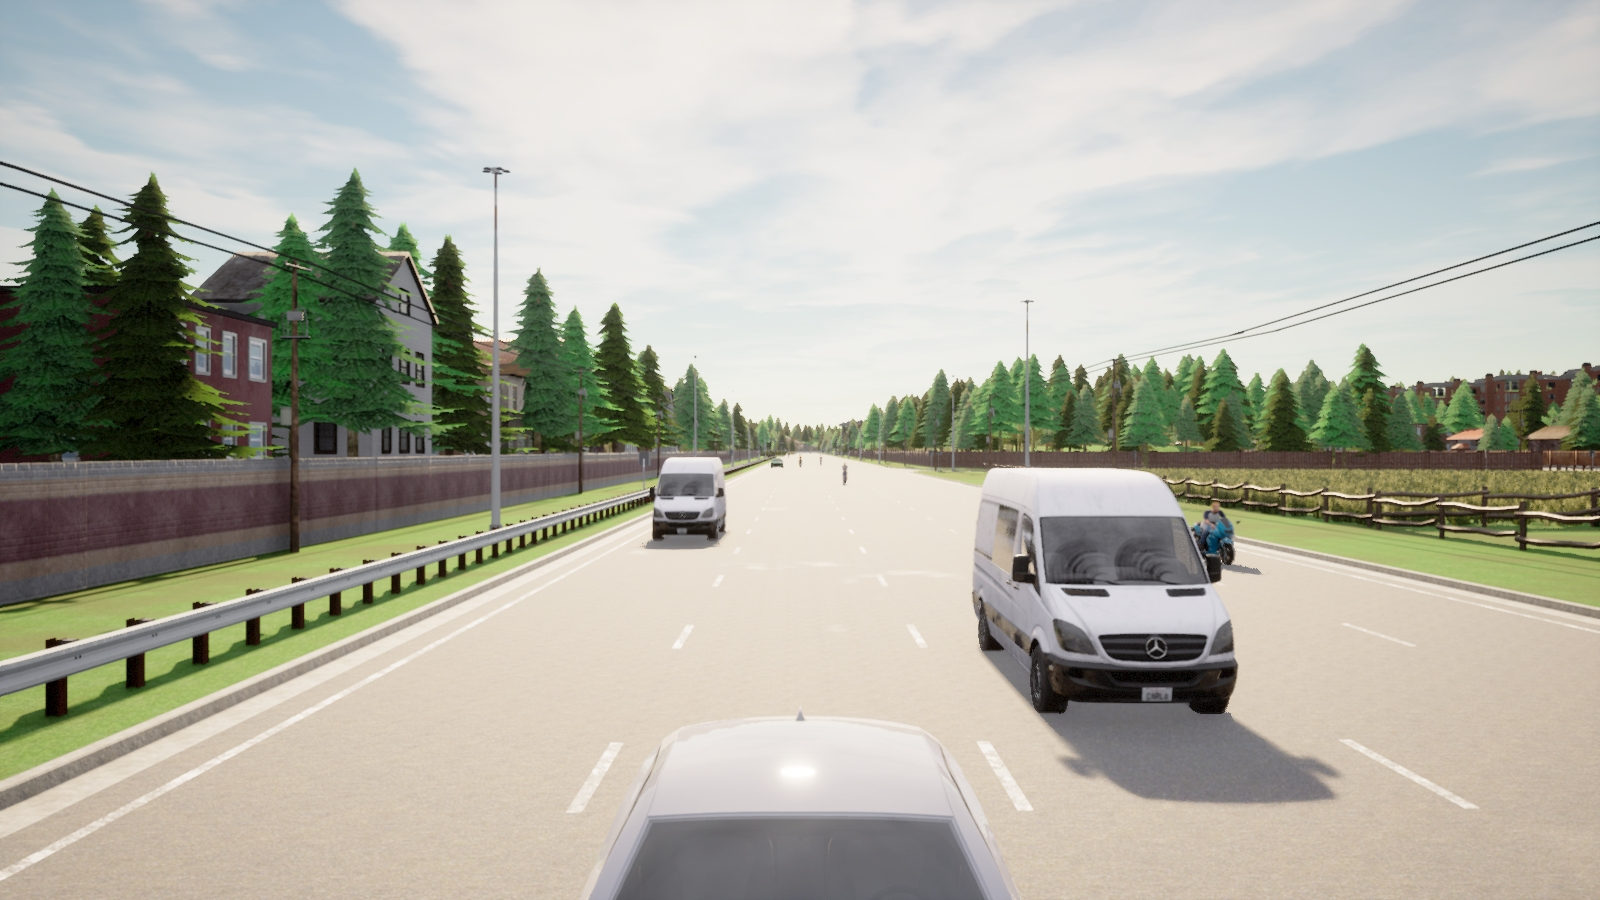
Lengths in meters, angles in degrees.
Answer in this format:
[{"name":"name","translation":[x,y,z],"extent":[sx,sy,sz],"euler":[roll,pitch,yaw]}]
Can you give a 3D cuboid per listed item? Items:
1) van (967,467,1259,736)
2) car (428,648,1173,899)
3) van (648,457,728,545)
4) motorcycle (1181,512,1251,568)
[{"name":"van","translation":[3.500,1.529,14.153],"extent":[1.988,2.561,5.915],"euler":[0,0,0]},{"name":"car","translation":[0.002,2.032,4.788],"extent":[2.097,1.535,5.006],"euler":[0,0,0]},{"name":"van","translation":[-3.493,1.520,36.738],"extent":[1.988,2.561,5.915],"euler":[0,0,0]},{"name":"motorcycle","translation":[10.182,2.174,28.050],"extent":[0.803,1.199,2.033],"euler":[-1,0,-5]}]
